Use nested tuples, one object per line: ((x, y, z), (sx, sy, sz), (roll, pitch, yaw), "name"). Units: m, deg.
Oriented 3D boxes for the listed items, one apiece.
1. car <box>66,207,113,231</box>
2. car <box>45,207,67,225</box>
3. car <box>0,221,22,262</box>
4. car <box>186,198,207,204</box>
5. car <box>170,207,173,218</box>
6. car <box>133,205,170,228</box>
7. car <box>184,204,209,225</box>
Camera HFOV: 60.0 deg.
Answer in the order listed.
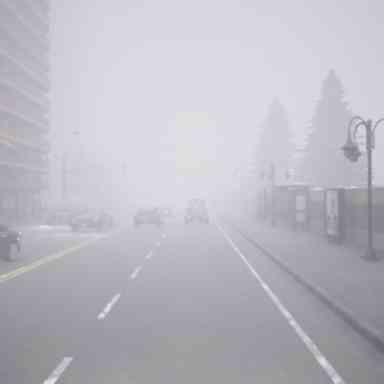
((-6.760, 1.819, 23.088), (1.812, 1.442, 4.674), (0, -1, 1), "car")
((-10.281, 1.910, 27.285), (1.994, 1.385, 4.181), (0, -1, 1), "car")
((-7.003, 1.631, 9.977), (1.837, 1.490, 4.892), (0, -1, 1), "car")
((0.495, 1.697, 37.115), (2.150, 2.045, 5.566), (0, -1, 1), "car")
((-3.053, 2.049, 35.088), (1.895, 1.301, 4.718), (0, -1, 1), "car")
((-3.139, 1.810, 24.964), (2.128, 1.511, 4.902), (0, -1, 1), "car")
((0.381, 1.952, 27.372), (1.895, 1.301, 4.718), (0, -1, 1), "car")
